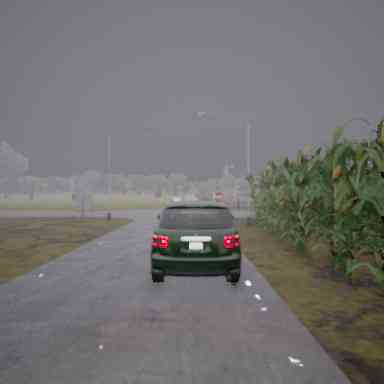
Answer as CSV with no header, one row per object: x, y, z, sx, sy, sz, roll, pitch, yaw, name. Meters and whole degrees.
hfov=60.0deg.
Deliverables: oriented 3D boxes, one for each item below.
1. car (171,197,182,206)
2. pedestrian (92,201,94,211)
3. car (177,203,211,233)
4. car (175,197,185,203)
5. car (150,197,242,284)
-2.723,1.648,58.755,1.812,1.442,4.674,0,0,0,car
-12.117,1.701,40.572,0.500,1.100,0.500,0,1,0,pedestrian
0.116,1.513,20.878,1.882,1.535,5.008,0,0,0,car
-2.632,1.716,73.514,1.994,1.385,4.181,0,0,0,car
0.102,1.236,9.780,2.150,2.045,5.566,0,0,0,car
